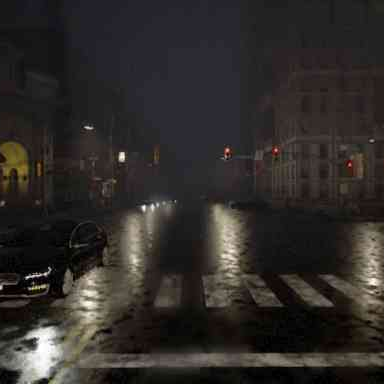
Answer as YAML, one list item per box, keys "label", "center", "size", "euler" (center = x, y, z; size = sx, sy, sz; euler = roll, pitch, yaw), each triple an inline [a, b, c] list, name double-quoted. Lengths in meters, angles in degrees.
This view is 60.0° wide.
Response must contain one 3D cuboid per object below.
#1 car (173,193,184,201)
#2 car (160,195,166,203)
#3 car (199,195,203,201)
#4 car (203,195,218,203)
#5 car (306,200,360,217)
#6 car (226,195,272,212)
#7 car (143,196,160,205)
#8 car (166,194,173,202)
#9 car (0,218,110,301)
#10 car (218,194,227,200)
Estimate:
- label: "car"
  center: [-3.966, 1.172, 85.950]
  size: [2.150, 2.045, 5.566]
  euler: [0, 0, 19]
- label: "car"
  center: [-6.979, 1.451, 65.733]
  size: [2.128, 1.511, 4.902]
  euler: [0, 0, 1]
- label: "car"
  center: [3.319, 1.472, 85.422]
  size: [1.812, 1.442, 4.674]
  euler: [0, 0, 22]
- label: "car"
  center: [3.728, 1.463, 68.171]
  size: [1.837, 1.490, 4.892]
  euler: [0, 0, 2]
- label: "car"
  center: [12.883, 1.507, 30.455]
  size: [4.674, 1.442, 1.812]
  euler: [0, 0, -3]
- label: "car"
  center: [6.841, 1.468, 38.432]
  size: [4.902, 1.511, 2.128]
  euler: [0, 0, 43]
- label: "car"
  center: [-7.013, 1.567, 56.096]
  size: [1.895, 1.301, 4.718]
  euler: [0, 0, 1]
- label: "car"
  center: [-6.440, 1.479, 75.886]
  size: [2.128, 1.511, 4.902]
  euler: [0, 0, 7]
- label: "car"
  center: [-3.508, 1.499, 8.535]
  size: [1.837, 1.490, 4.892]
  euler: [0, 0, 1]
- label: "car"
  center: [8.270, 1.409, 94.411]
  size: [1.882, 1.535, 5.008]
  euler: [0, 0, 38]
